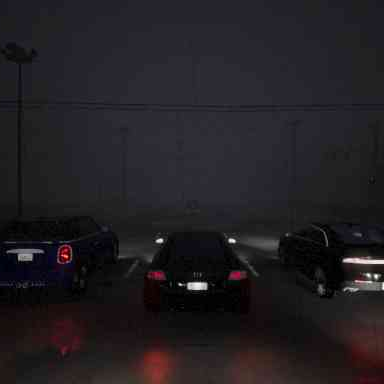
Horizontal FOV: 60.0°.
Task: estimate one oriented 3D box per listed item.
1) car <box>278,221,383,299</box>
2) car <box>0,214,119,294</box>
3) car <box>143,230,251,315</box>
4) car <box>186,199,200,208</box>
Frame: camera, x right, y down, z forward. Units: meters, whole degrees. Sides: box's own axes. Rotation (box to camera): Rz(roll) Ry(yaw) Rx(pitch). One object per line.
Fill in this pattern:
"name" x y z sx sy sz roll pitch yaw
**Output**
"car" 3.595 1.492 8.447 2.128 1.511 4.902 0 0 0
"car" -3.406 1.352 8.929 2.097 1.767 4.553 0 0 0
"car" 0.092 1.564 7.636 1.994 1.385 4.181 0 0 0
"car" 0.078 1.601 46.410 1.895 1.301 4.718 0 0 0
